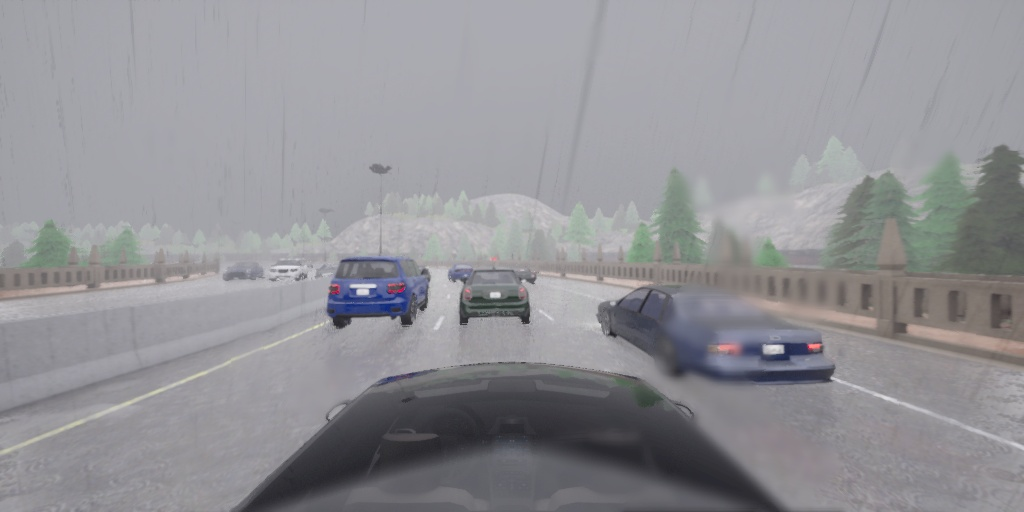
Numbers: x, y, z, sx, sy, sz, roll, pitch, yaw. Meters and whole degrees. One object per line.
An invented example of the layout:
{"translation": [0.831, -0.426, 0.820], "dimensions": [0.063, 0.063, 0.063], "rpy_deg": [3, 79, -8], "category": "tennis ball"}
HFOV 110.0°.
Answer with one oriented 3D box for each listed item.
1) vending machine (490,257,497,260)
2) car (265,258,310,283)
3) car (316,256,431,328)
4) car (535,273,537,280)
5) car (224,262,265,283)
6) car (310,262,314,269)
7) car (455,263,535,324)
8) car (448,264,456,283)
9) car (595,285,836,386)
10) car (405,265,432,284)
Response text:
{"translation": [-2.890, 1.162, 56.286], "dimensions": [1.100, 2.100, 0.880], "rpy_deg": [0, 0, -29], "category": "vending machine"}
{"translation": [-19.796, 1.210, 32.058], "dimensions": [2.150, 2.045, 5.566], "rpy_deg": [0, 0, -21], "category": "car"}
{"translation": [-4.097, 1.021, 11.836], "dimensions": [2.150, 2.045, 5.566], "rpy_deg": [0, 0, -6], "category": "car"}
{"translation": [0.290, 1.427, 26.791], "dimensions": [1.895, 1.301, 4.718], "rpy_deg": [0, 0, -14], "category": "car"}
{"translation": [-23.384, 1.366, 31.510], "dimensions": [2.097, 1.767, 4.553], "rpy_deg": [0, 0, -22], "category": "car"}
{"translation": [-15.990, 1.449, 31.659], "dimensions": [2.128, 1.511, 4.902], "rpy_deg": [0, 0, -20], "category": "car"}
{"translation": [-0.682, 1.134, 12.284], "dimensions": [2.097, 1.767, 4.553], "rpy_deg": [0, 0, -6], "category": "car"}
{"translation": [-4.221, 1.344, 29.948], "dimensions": [1.882, 1.535, 5.008], "rpy_deg": [0, 0, -16], "category": "car"}
{"translation": [3.312, 1.295, 7.266], "dimensions": [2.033, 1.411, 5.357], "rpy_deg": [0, 0, -4], "category": "car"}
{"translation": [-7.750, 1.453, 29.509], "dimensions": [1.994, 1.385, 4.181], "rpy_deg": [0, 0, -17], "category": "car"}
